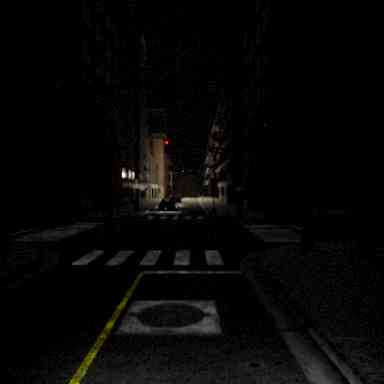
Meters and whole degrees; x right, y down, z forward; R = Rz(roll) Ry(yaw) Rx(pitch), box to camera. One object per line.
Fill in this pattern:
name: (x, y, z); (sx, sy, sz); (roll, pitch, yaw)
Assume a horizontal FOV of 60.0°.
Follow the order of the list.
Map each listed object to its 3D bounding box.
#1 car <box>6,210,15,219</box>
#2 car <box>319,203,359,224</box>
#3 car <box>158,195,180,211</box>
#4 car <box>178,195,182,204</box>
car: (-15.252, 1.456, 23.666); (4.829, 1.417, 1.752); (0, 0, 0)
car: (11.631, 1.480, 23.632); (4.829, 1.417, 1.752); (0, 0, 0)
car: (-2.847, 1.419, 38.848); (2.033, 1.411, 5.357); (0, 0, 0)
car: (-2.785, 1.290, 58.670); (2.128, 1.511, 4.902); (0, 0, 1)
